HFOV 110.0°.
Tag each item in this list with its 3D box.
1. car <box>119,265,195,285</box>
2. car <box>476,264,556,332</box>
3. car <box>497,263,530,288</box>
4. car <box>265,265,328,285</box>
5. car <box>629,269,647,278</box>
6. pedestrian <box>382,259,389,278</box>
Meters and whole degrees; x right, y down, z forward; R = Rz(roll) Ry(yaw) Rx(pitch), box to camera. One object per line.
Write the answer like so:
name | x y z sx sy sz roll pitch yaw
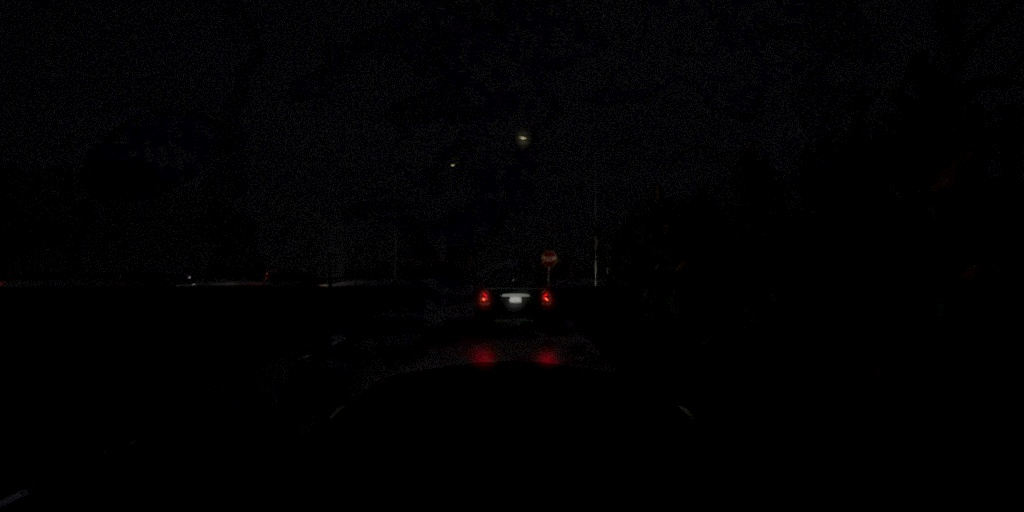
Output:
car | -27.959 1.444 28.340 4.902 1.511 2.128 0 1 0
car | 0.096 1.140 11.196 2.097 1.767 4.553 0 0 0
car | 0.096 1.340 25.740 2.128 1.511 4.902 0 0 0
car | -16.920 1.451 28.381 4.674 1.442 1.812 0 1 0
car | 12.694 1.382 31.442 4.674 1.442 1.812 0 1 0
pedestrian | -12.182 1.127 34.369 0.375 1.860 0.375 0 1 0
